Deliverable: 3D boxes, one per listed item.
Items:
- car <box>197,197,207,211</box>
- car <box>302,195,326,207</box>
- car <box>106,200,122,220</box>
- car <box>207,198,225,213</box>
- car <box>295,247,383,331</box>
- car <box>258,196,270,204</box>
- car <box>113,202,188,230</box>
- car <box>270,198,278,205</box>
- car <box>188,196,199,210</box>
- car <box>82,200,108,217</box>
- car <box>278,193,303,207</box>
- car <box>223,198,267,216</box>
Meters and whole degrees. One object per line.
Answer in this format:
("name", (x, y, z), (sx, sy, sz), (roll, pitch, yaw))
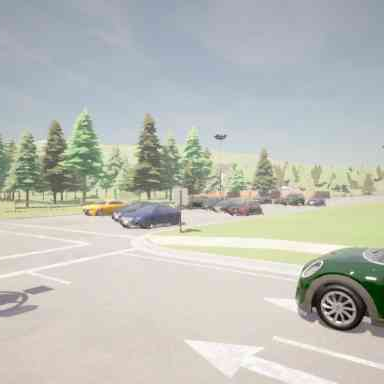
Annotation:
("car", (3.064, 1.502, 41.043), (1.837, 1.490, 4.892), (0, 1, 36))
("car", (19.041, 1.492, 50.905), (2.128, 1.511, 4.902), (0, 0, 37))
("car", (-3.968, 1.525, 25.549), (1.812, 1.442, 4.674), (0, 0, 36))
("car", (4.002, 1.525, 36.399), (1.812, 1.442, 4.674), (0, 0, 36))
("car", (4.088, 1.352, 5.374), (4.553, 1.767, 2.097), (0, 0, 36))
("car", (12.813, 1.492, 60.112), (2.128, 1.511, 4.902), (0, 0, 37))
("car", (-2.542, 1.525, 21.505), (1.812, 1.442, 4.674), (0, 0, 36))
("car", (15.980, 1.564, 58.502), (1.994, 1.385, 4.181), (0, 0, 37))
("car", (-0.028, 1.352, 42.745), (2.097, 1.767, 4.553), (0, 0, 36))
("car", (-8.070, 1.477, 31.791), (1.882, 1.535, 5.008), (0, 0, 36))
("car", (16.293, 1.223, 53.072), (2.150, 2.045, 5.566), (0, 0, 37))
("car", (5.162, 1.562, 32.074), (1.994, 1.385, 4.181), (0, 0, 36))
